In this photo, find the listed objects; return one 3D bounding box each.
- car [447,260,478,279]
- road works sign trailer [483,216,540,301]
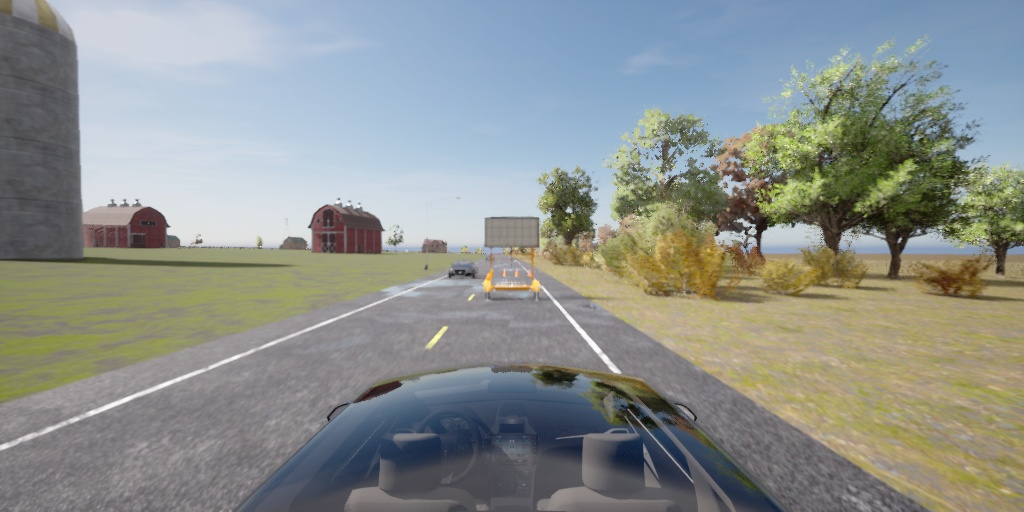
[{"bbox_3d":[-3.693,0.969,27.522,1.994,1.385,4.181,0,1,0],"label":"car"},{"bbox_3d":[-0.009,0.023,15.926,2.380,3.560,2.880,0,0,-1],"label":"road works sign trailer"}]
